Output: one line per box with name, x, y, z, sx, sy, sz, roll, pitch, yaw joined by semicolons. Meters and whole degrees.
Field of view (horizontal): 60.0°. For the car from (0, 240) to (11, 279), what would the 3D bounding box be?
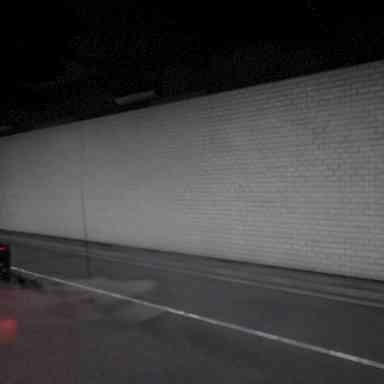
car;-6.633;1.506;8.720;4.892;1.490;1.837;0;0;35
